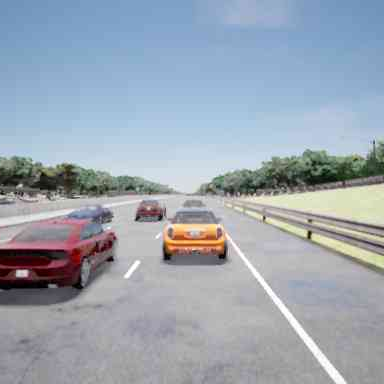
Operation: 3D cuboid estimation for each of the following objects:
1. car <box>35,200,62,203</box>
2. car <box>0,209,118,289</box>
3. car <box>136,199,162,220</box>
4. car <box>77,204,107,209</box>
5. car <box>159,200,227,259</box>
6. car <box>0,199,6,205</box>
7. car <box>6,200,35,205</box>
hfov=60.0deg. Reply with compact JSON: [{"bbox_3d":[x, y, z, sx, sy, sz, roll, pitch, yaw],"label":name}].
[{"bbox_3d":[-17.447,1.609,41.933,1.895,1.301,4.718,0,0,0],"label":"car"},{"bbox_3d":[-3.417,1.479,9.181,1.882,1.535,5.008,0,0,0],"label":"car"},{"bbox_3d":[-3.335,1.356,27.873,2.097,1.767,4.553,0,0,0],"label":"car"},{"bbox_3d":[-6.878,1.551,23.019,2.033,1.411,5.357,0,0,1],"label":"car"},{"bbox_3d":[0.106,1.353,12.677,2.097,1.767,4.553,0,0,0],"label":"car"},{"bbox_3d":[-24.448,1.557,41.657,2.033,1.411,5.357,0,0,0],"label":"car"},{"bbox_3d":[-20.944,1.610,41.953,1.895,1.301,4.718,0,0,0],"label":"car"}]
